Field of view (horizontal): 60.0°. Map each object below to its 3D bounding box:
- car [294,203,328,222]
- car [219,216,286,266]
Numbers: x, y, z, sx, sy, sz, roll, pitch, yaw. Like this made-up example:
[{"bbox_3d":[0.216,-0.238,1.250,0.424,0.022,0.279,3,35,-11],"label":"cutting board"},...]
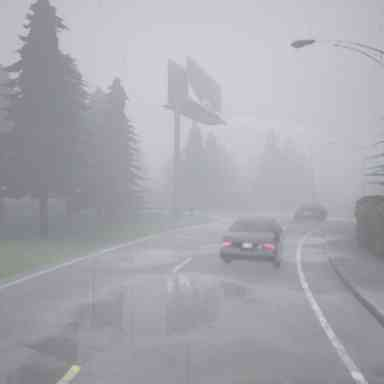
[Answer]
[{"bbox_3d":[9.725,1.598,27.055,1.994,1.385,4.181,1,1,30],"label":"car"},{"bbox_3d":[2.277,1.564,11.815,2.033,1.411,5.357,0,0,17],"label":"car"}]
